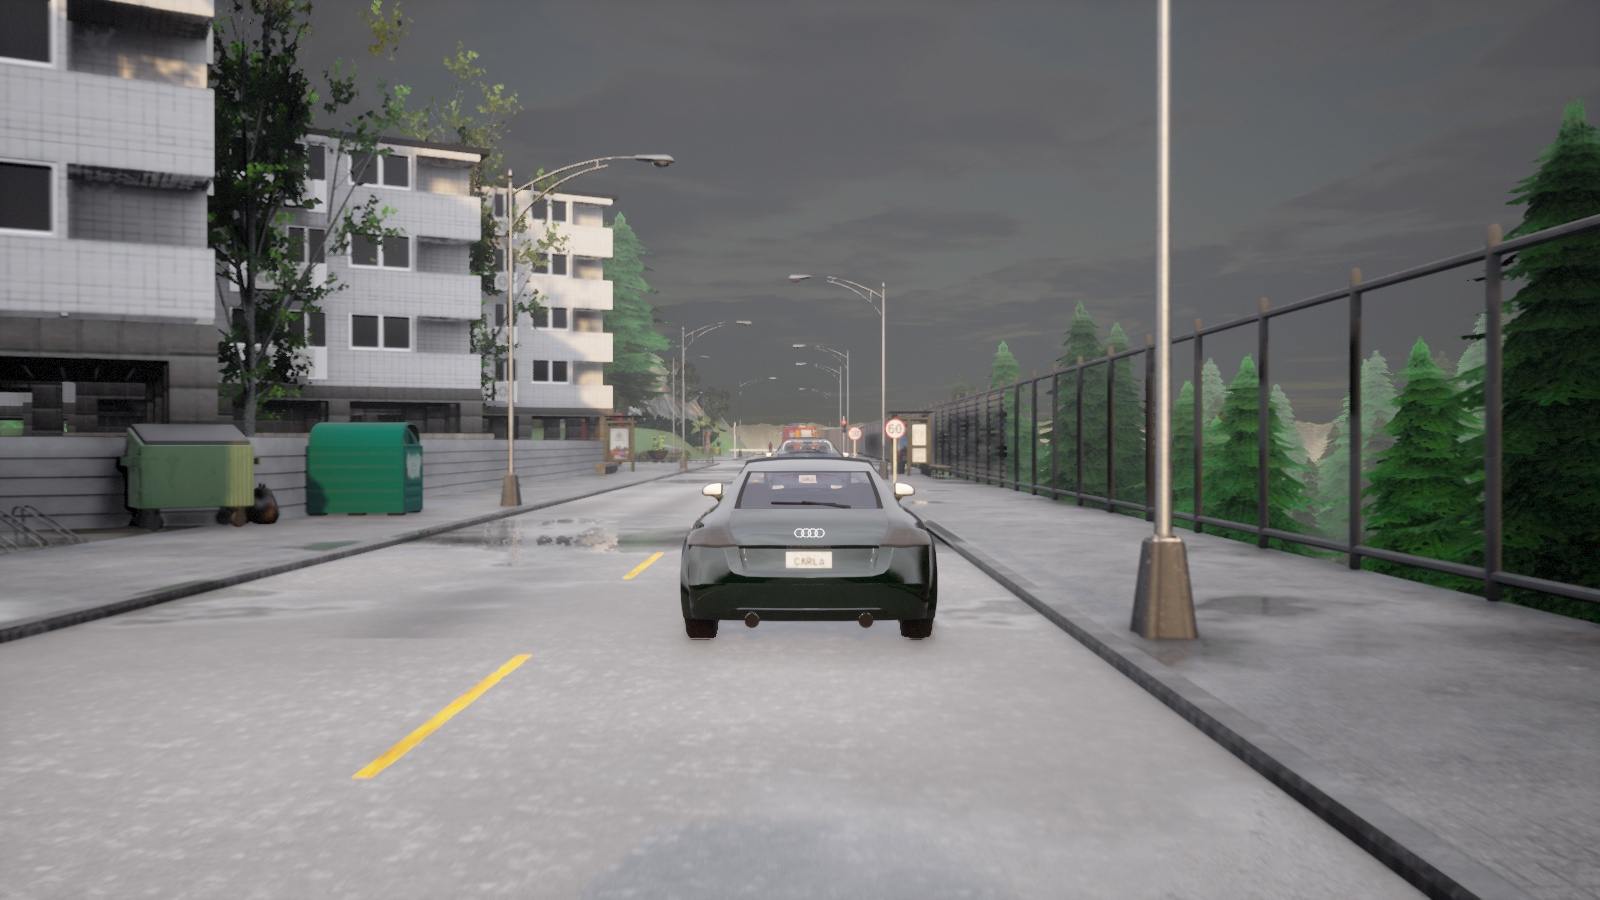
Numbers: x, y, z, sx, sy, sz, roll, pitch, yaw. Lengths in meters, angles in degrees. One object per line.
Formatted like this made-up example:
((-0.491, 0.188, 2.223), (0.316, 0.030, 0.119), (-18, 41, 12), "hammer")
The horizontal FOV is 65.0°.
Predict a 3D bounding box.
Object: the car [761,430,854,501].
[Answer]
((0.184, 0.347, 31.614), (2.152, 1.651, 5.027), (0, 0, 0), "car")

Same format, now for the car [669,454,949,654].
((0.074, 0.748, 11.018), (1.994, 1.385, 4.181), (0, 0, 0), "car")
